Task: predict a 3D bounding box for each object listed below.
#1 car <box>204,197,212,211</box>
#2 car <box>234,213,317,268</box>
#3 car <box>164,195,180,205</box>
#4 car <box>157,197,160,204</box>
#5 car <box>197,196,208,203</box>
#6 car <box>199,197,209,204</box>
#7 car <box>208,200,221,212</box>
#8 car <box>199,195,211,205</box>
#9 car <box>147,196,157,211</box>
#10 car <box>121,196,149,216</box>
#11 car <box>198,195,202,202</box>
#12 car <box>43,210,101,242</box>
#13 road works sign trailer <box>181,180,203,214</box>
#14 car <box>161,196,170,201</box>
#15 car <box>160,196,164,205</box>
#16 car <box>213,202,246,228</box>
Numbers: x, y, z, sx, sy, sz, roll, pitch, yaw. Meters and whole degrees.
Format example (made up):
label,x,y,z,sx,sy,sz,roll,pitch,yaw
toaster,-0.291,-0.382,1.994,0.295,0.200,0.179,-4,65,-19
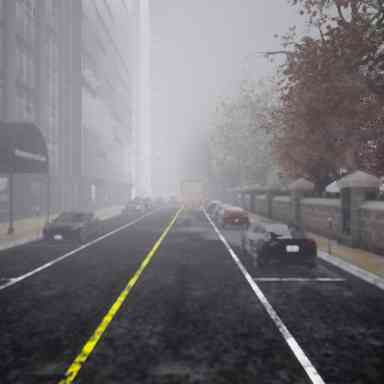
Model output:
label,x,y,z,sx,sy,sz,roll,pitch,yaw
car,2.692,1.612,38.978,1.887,1.381,4.507,0,0,0
car,2.753,1.592,11.181,1.947,1.339,4.313,0,0,0
car,-3.194,1.409,58.311,2.097,1.767,4.553,0,0,-1
car,-5.833,1.634,44.484,1.947,1.339,4.313,0,0,0
car,2.205,1.582,72.317,2.008,1.369,4.403,0,0,-2
car,2.352,1.624,66.760,1.802,1.307,4.206,0,0,-2
car,2.692,1.609,27.856,2.008,1.369,4.403,0,0,0
car,2.619,1.643,55.636,1.802,1.307,4.206,0,0,-1
car,-5.833,1.383,38.923,2.192,1.841,5.009,0,0,0
car,-5.834,1.505,33.364,1.967,1.590,4.097,0,0,0
car,2.501,1.368,61.201,2.192,1.841,5.009,0,0,-2
car,-5.834,1.605,16.680,1.947,1.339,4.313,0,0,0
road works sign trailer,-0.001,0.530,36.260,2.380,3.560,2.880,0,0,0
car,-6.617,1.588,83.470,1.802,1.307,4.206,0,0,-2
car,-6.030,1.618,61.230,1.947,1.339,4.313,0,0,-1
car,2.692,1.594,22.296,1.887,1.381,4.507,0,0,0
